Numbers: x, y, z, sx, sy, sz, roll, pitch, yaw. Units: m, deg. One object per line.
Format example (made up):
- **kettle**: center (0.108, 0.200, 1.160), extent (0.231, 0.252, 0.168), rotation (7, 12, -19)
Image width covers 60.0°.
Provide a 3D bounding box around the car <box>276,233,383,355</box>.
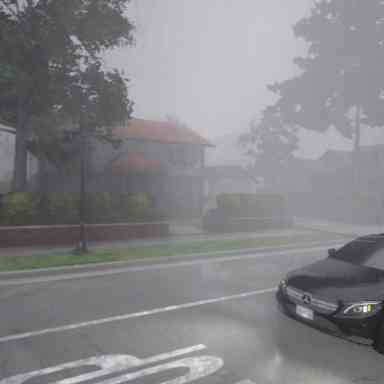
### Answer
- **car**: center (3.667, 1.528, 6.048), extent (4.674, 1.442, 1.812), rotation (1, 1, -30)
